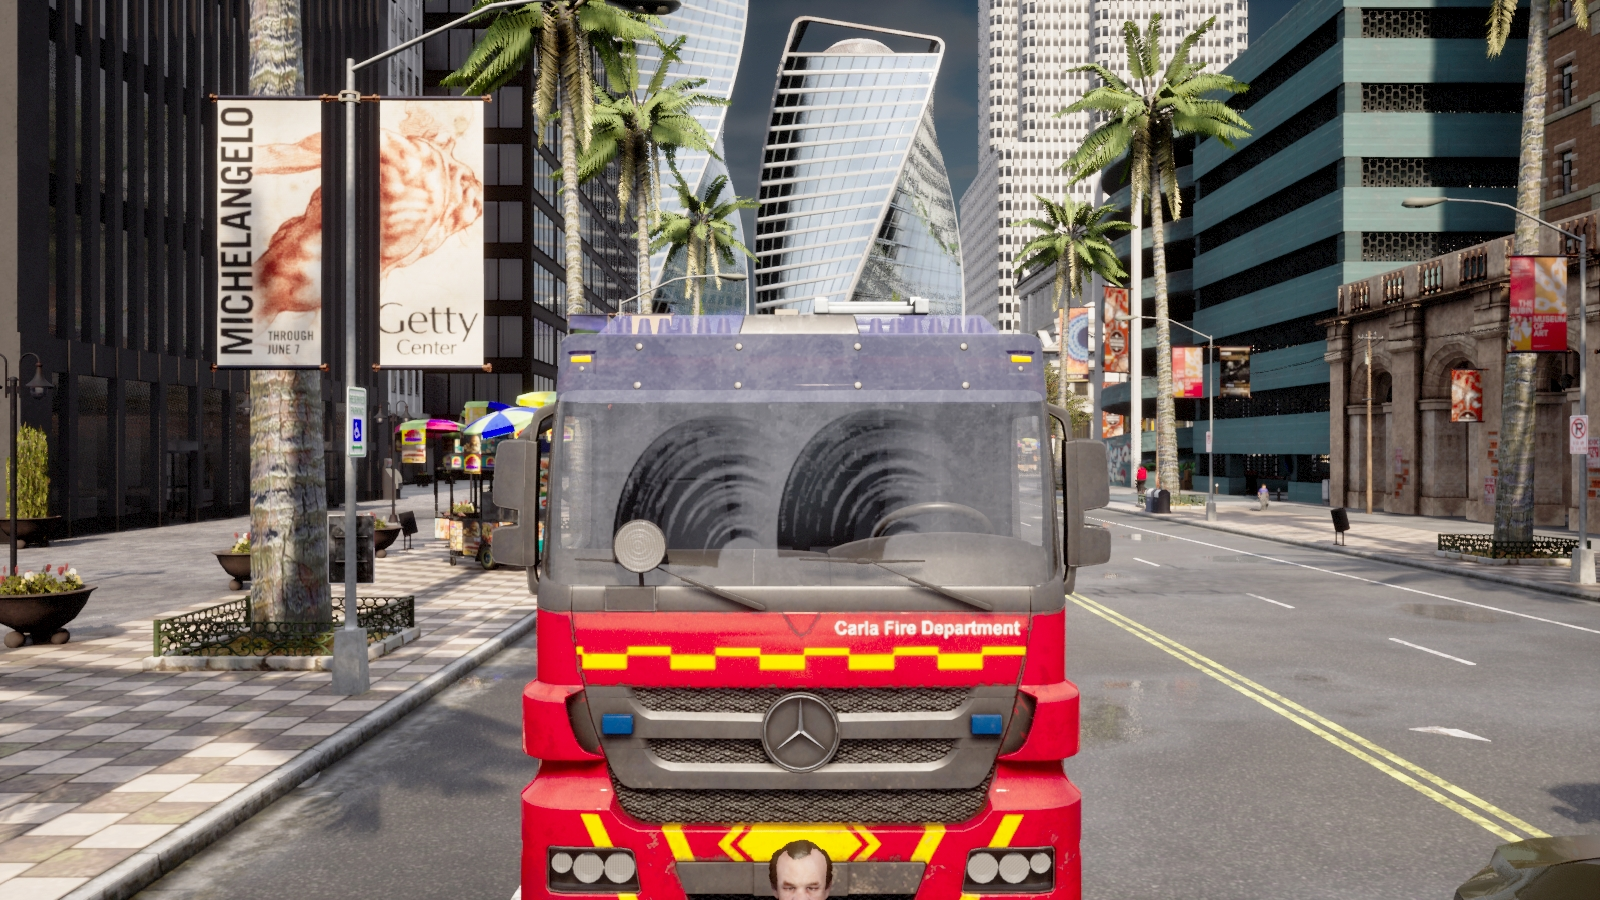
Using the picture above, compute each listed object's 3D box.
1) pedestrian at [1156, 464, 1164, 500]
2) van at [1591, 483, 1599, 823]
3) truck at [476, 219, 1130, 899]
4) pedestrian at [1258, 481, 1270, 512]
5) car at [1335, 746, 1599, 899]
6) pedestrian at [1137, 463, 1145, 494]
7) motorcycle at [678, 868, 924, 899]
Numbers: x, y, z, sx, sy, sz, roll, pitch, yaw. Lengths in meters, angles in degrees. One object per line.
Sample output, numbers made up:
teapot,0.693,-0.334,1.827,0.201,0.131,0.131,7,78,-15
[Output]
pedestrian,19.064,1.696,60.501,0.375,1.860,0.375,0,0,8
van,7.021,1.534,5.756,1.988,2.561,5.915,0,0,0
truck,0.019,0.890,9.289,2.891,3.827,8.468,0,0,0
pedestrian,19.800,1.976,48.771,0.375,1.300,0.375,0,0,2
car,3.504,2.061,2.660,2.231,1.480,4.892,0,0,0
pedestrian,20.518,1.698,68.763,0.375,1.860,0.375,0,0,0
motorcycle,0.003,2.182,3.373,0.856,1.236,1.805,0,0,0
